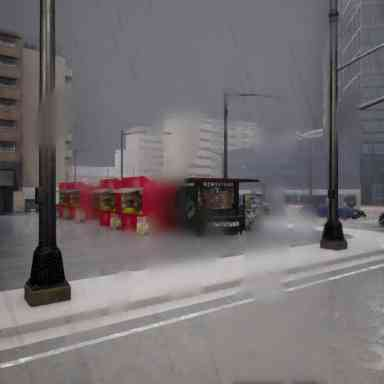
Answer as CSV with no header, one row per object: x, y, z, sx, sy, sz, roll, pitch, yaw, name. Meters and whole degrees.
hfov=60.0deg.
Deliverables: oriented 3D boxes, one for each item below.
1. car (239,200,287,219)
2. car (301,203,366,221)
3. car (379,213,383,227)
6.531,1.516,30.954,2.097,1.767,4.553,0,-1,-36,car
12.192,1.660,29.115,2.033,1.411,5.357,0,-1,-36,car
13.886,1.607,20.502,1.994,1.385,4.181,0,0,-31,car
